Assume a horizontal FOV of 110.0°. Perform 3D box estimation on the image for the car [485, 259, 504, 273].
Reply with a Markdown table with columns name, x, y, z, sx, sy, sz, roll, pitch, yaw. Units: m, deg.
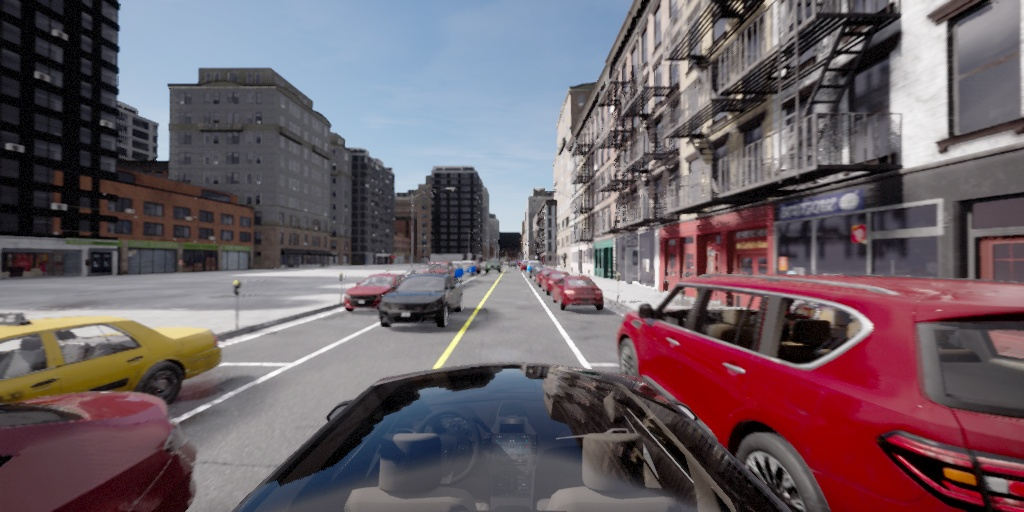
| name | x | y | z | sx | sy | sz | roll | pitch | yaw |
| --- | --- | --- | --- | --- | --- | --- | --- | --- | --- |
| car | -2.762 | 1.451 | 52.870 | 2.150 | 2.045 | 5.566 | 0 | -1 | 0 |

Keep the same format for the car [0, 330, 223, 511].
| name | x | y | z | sx | sy | sz | roll | pitch | yaw |
| --- | --- | --- | --- | --- | --- | --- | --- | --- | --- |
| car | -2.854 | 1.262 | 0.326 | 1.812 | 1.442 | 4.674 | 0 | -1 | 0 |

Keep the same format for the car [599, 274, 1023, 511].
| name | x | y | z | sx | sy | sz | roll | pitch | yaw |
| --- | --- | --- | --- | --- | --- | --- | --- | --- | --- |
| car | 2.639 | 1.084 | 3.674 | 2.192 | 1.841 | 5.009 | 0 | 0 | 0 |

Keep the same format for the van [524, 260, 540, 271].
| name | x | y | z | sx | sy | sz | roll | pitch | yaw |
| --- | --- | --- | --- | --- | --- | --- | --- | --- | --- |
| van | 2.685 | 1.483 | 43.432 | 1.690 | 1.789 | 3.998 | 0 | 0 | 0 |

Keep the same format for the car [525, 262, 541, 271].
| name | x | y | z | sx | sy | sz | roll | pitch | yaw |
| --- | --- | --- | --- | --- | --- | --- | --- | --- | --- |
| car | 2.679 | 1.654 | 37.753 | 1.948 | 1.339 | 4.313 | 0 | 0 | 0 |

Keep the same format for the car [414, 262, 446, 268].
| name | x | y | z | sx | sy | sz | roll | pitch | yaw |
| --- | --- | --- | --- | --- | --- | --- | --- | --- | --- |
| car | -5.366 | 1.366 | 20.723 | 1.967 | 1.591 | 4.097 | 0 | 0 | 0 |

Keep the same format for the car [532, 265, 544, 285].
| name | x | y | z | sx | sy | sz | roll | pitch | yaw |
| --- | --- | --- | --- | --- | --- | --- | --- | --- | --- |
| car | 2.665 | 1.563 | 26.393 | 1.802 | 1.307 | 4.207 | 0 | 0 | 0 |

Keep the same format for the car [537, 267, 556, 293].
| name | x | y | z | sx | sy | sz | roll | pitch | yaw |
| --- | --- | --- | --- | --- | --- | --- | --- | --- | --- |
| car | 2.659 | 1.510 | 20.713 | 1.802 | 1.307 | 4.207 | 0 | 0 | 0 |

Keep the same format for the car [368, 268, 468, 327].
| name | x | y | z | sx | sy | sz | roll | pitch | yaw |
| --- | --- | --- | --- | --- | --- | --- | --- | --- | --- |
| car | -2.829 | 1.324 | 12.092 | 1.882 | 1.535 | 5.008 | 0 | -1 | 0 |

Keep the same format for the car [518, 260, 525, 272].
| name | x | y | z | sx | sy | sz | roll | pitch | yaw |
| --- | --- | --- | --- | --- | --- | --- | --- | --- | --- |
| car | 2.299 | 1.750 | 57.237 | 1.882 | 1.535 | 5.008 | 0 | -1 | 0 |

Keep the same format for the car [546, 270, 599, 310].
| name | x | y | z | sx | sy | sz | roll | pitch | yaw |
| --- | --- | --- | --- | --- | --- | --- | --- | --- | --- |
| car | 2.652 | 1.457 | 15.033 | 1.802 | 1.307 | 4.207 | 0 | 0 | 0 |

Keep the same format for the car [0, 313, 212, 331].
| name | x | y | z | sx | sy | sz | roll | pitch | yaw |
| --- | --- | --- | --- | --- | --- | --- | --- | --- | --- |
| car | -5.386 | 1.292 | 3.514 | 1.751 | 1.417 | 4.829 | 0 | 0 | 0 |

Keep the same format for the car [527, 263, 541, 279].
| name | x | y | z | sx | sy | sz | roll | pitch | yaw |
| --- | --- | --- | --- | --- | --- | --- | --- | --- | --- |
| car | 2.672 | 1.585 | 32.073 | 2.007 | 1.370 | 4.403 | 0 | 0 | 0 |

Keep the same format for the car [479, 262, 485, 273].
| name | x | y | z | sx | sy | sz | roll | pitch | yaw |
| --- | --- | --- | --- | --- | --- | --- | --- | --- | --- |
| car | -5.333 | 1.508 | 49.122 | 2.192 | 1.841 | 5.009 | 0 | 0 | 0 |

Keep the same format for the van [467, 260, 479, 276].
| name | x | y | z | sx | sy | sz | roll | pitch | yaw |
| --- | --- | --- | --- | --- | --- | --- | --- | --- | --- |
| van | -5.340 | 1.481 | 43.442 | 1.690 | 1.789 | 3.998 | 0 | 0 | 0 |

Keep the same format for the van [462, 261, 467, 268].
| name | x | y | z | sx | sy | sz | roll | pitch | yaw |
| --- | --- | --- | --- | --- | --- | --- | --- | --- | --- |
| van | -5.353 | 1.374 | 32.082 | 1.690 | 1.789 | 3.998 | 0 | 0 | 0 |

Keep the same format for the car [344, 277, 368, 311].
| name | x | y | z | sx | sy | sz | roll | pitch | yaw |
| --- | --- | --- | --- | --- | --- | --- | --- | --- | --- |
| car | -5.373 | 1.418 | 15.043 | 1.888 | 1.381 | 4.507 | 0 | 0 | 0 |

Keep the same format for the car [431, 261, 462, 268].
| name | x | y | z | sx | sy | sz | roll | pitch | yaw |
| --- | --- | --- | --- | --- | --- | --- | --- | --- | --- |
| car | -5.360 | 1.294 | 26.403 | 2.192 | 1.841 | 5.009 | 0 | 0 | 0 |
